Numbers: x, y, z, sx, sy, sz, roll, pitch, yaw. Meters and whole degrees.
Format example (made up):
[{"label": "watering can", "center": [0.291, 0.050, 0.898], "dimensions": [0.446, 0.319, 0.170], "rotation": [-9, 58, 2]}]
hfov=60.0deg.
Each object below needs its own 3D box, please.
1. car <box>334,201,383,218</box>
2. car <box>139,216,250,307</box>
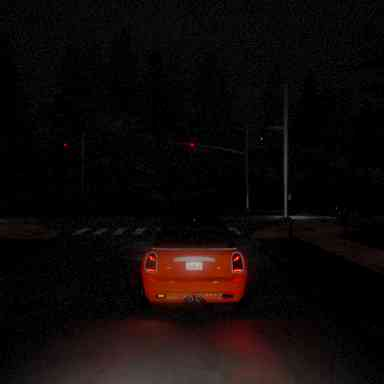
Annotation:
[{"label": "car", "center": [14.342, 1.438, 27.357], "dimensions": [4.718, 1.301, 1.895], "rotation": [0, 0, 0]}, {"label": "car", "center": [0.050, 1.352, 8.115], "dimensions": [2.097, 1.767, 4.553], "rotation": [0, 0, 0]}]
